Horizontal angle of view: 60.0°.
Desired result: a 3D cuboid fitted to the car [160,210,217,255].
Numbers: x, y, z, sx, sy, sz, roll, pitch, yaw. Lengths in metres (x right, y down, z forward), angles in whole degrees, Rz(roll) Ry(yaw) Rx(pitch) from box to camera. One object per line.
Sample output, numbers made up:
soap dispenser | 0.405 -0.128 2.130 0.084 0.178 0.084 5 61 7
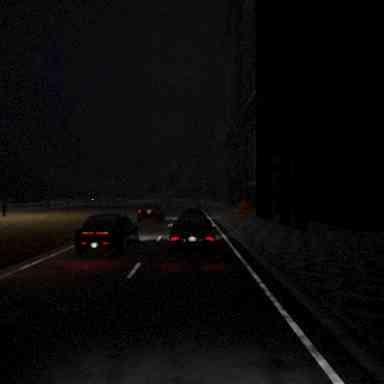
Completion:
car | 0.013 1.695 13.991 2.033 1.411 5.357 0 -1 0

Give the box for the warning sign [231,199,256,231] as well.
warning sign | 3.065 1.333 19.824 1.300 1.860 1.060 0 -1 0

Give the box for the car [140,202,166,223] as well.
car | -3.472 1.686 29.075 2.097 1.767 4.553 0 -1 0

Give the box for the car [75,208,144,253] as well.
car | -3.484 1.658 14.303 1.837 1.490 4.892 0 0 0

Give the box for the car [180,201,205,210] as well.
car | 0.029 1.846 29.297 1.837 1.490 4.892 0 0 0
